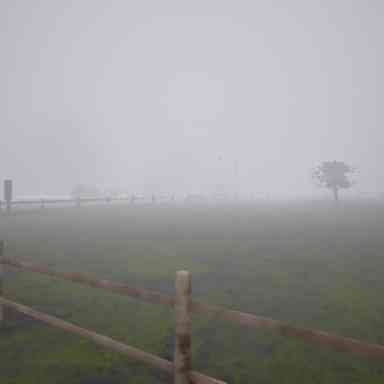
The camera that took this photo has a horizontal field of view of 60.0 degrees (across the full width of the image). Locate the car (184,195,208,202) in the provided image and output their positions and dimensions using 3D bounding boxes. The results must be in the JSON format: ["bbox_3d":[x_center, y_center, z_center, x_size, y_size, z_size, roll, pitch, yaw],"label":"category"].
[{"bbox_3d":[0.758,1.156,59.411,2.033,1.411,5.357,-2,0,35],"label":"car"}]
